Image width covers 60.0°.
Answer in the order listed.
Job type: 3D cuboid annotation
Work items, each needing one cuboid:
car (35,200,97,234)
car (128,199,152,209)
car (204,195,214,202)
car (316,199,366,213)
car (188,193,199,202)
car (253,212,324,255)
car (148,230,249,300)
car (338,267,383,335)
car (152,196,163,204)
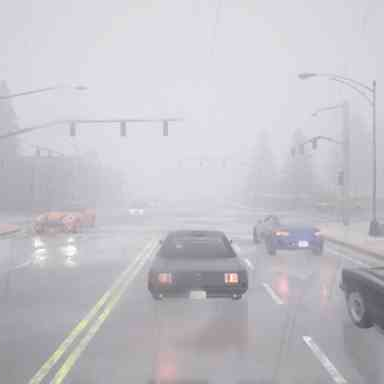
[{"bbox_3d":[-7.018,1.351,18.965,2.097,1.767,4.553,0,0,0],"label":"car"},{"bbox_3d":[-7.041,1.562,44.376,1.994,1.385,4.181,0,0,4],"label":"car"},{"bbox_3d":[3.840,1.351,74.996,2.097,1.767,4.553,0,0,0],"label":"car"},{"bbox_3d":[16.084,1.476,36.090,5.008,1.535,1.882,0,0,0],"label":"car"},{"bbox_3d":[0.336,1.222,74.891,2.150,2.045,5.566,0,0,0],"label":"car"},{"bbox_3d":[3.638,1.525,13.111,1.812,1.442,4.674,0,0,0],"label":"car"},{"bbox_3d":[0.100,1.600,8.320,1.895,1.301,4.718,0,0,0],"label":"car"},{"bbox_3d":[3.614,1.601,4.008,1.895,1.301,4.718,0,0,0],"label":"car"},{"bbox_3d":[-6.763,1.522,64.132,1.812,1.442,4.674,0,0,1],"label":"car"}]
